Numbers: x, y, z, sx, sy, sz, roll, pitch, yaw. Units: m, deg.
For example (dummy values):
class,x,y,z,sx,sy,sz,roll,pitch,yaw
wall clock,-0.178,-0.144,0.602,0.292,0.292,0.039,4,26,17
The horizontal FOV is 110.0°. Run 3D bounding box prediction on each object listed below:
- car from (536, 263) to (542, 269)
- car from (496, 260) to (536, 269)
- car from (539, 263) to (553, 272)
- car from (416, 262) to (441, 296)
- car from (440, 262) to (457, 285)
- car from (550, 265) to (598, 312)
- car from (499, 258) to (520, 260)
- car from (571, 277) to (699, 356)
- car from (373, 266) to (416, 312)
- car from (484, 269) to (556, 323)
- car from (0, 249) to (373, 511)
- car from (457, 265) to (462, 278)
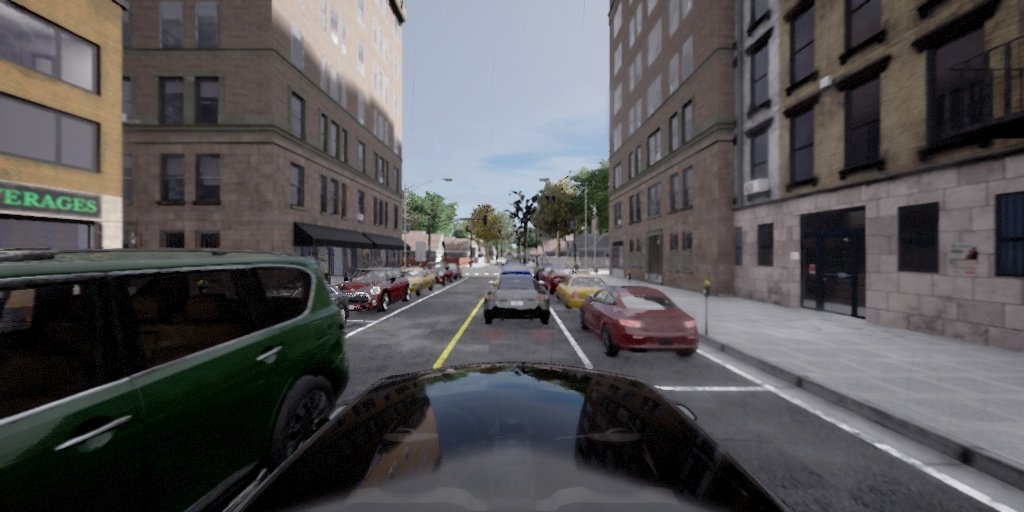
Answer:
class,x,y,z,sx,sy,sz,roll,pitch,yaw
car,2.754,1.295,24.810,1.802,1.307,4.207,0,0,0
car,0.183,1.194,21.908,1.882,1.535,5.008,0,0,-1
car,2.725,1.265,19.292,1.888,1.381,4.507,0,0,0
car,-5.301,1.245,19.162,1.751,1.417,4.829,0,0,0
car,-5.271,1.151,24.850,1.967,1.591,4.097,0,0,0
car,2.697,1.254,13.944,1.751,1.417,4.829,0,0,0
car,0.156,1.054,31.914,2.097,1.767,4.553,0,0,0
car,2.667,1.319,8.256,1.802,1.307,4.207,0,0,0
car,-5.329,1.167,13.813,1.967,1.591,4.097,0,0,0
car,0.149,1.293,11.985,1.994,1.385,4.181,0,0,0
car,-2.852,0.971,1.677,2.150,2.045,5.566,0,0,0
car,-5.242,1.285,30.369,1.802,1.307,4.207,0,0,0
